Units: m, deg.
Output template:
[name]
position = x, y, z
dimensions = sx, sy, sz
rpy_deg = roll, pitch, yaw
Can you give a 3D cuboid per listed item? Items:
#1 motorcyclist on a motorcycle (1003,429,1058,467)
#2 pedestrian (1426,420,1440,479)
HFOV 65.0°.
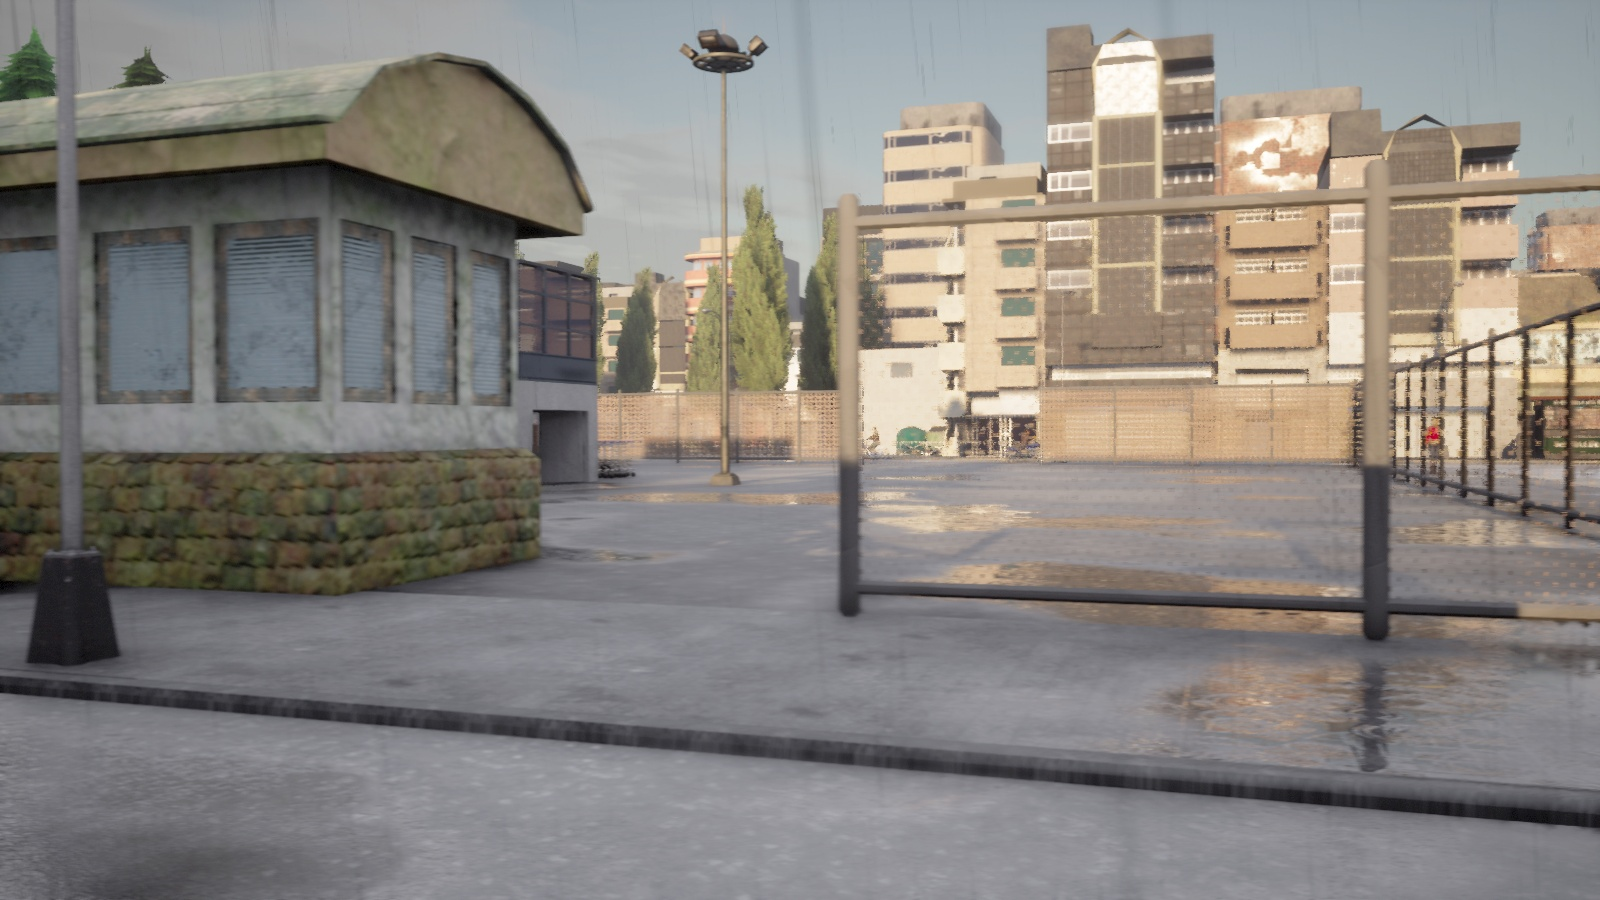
[motorcyclist on a motorcycle]
position = 10.418, -0.095, 56.725
dimensions = 2.350, 1.649, 0.766
rpy_deg = 1, 1, 19
[pedestrian]
position = 19.849, -0.018, 39.372
dimensions = 0.331, 1.846, 0.636
rpy_deg = 1, 1, 30
